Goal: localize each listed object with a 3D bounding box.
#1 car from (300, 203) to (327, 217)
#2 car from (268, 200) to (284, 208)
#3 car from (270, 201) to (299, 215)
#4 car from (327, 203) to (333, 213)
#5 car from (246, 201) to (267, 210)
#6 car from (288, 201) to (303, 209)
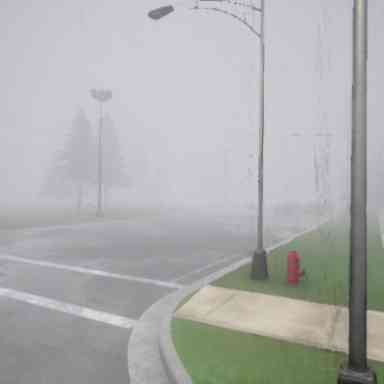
[{"bbox_3d":[14.688,2.113,40.041,1.837,1.490,4.892,0,-1,29],"label":"car"},{"bbox_3d":[16.471,2.412,65.077,1.812,1.442,4.674,0,-1,29],"label":"car"},{"bbox_3d":[11.741,2.114,41.944,1.812,1.442,4.674,0,-1,29],"label":"car"},{"bbox_3d":[19.657,2.333,49.222,1.994,1.385,4.181,0,-1,29],"label":"car"},{"bbox_3d":[10.539,2.245,54.269,2.033,1.411,5.357,0,-1,31],"label":"car"},{"bbox_3d":[20.013,2.526,64.261,1.895,1.301,4.718,0,-1,29],"label":"car"}]
